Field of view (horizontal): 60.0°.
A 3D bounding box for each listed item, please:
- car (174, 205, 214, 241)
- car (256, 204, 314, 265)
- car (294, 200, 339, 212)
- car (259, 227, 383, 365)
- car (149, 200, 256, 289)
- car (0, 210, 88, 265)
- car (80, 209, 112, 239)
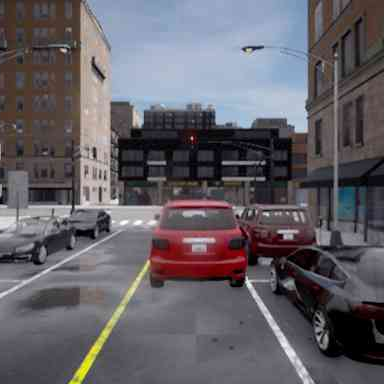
[{"bbox_3d":[0.101,1.523,17.421,1.812,1.442,4.674,0,0,0],"label":"car"},{"bbox_3d":[2.644,1.313,11.502,2.192,1.841,5.009,0,0,0],"label":"car"},{"bbox_3d":[14.711,1.677,39.498,4.718,1.301,1.895,0,0,0],"label":"car"},{"bbox_3d":[2.640,1.565,5.840,1.947,1.339,4.313,0,0,0],"label":"car"},{"bbox_3d":[0.088,1.220,9.340,2.150,2.045,5.566,0,0,-1],"label":"car"},{"bbox_3d":[-5.381,1.549,11.508,2.008,1.369,4.403,0,0,0],"label":"car"},{"bbox_3d":[-5.377,1.563,17.170,1.947,1.339,4.313,0,0,0],"label":"car"}]
